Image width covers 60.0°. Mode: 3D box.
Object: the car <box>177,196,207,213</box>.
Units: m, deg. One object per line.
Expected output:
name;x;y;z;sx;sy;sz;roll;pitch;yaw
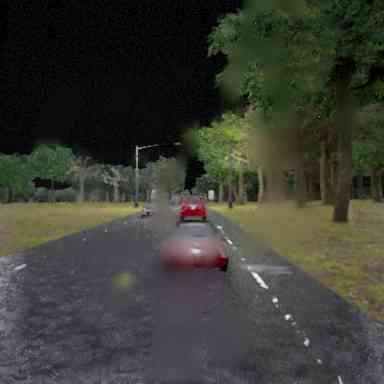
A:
car;0.107;1.384;29.235;2.150;2.045;5.566;0;0;0

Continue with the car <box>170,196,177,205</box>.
car;-3.478;1.851;71.931;2.150;2.045;5.566;0;-1;0

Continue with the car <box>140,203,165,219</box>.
car;-3.587;1.737;30.852;1.994;1.385;4.181;0;0;0

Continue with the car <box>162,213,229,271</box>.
car;0.095;1.624;11.175;1.994;1.385;4.181;0;0;0
